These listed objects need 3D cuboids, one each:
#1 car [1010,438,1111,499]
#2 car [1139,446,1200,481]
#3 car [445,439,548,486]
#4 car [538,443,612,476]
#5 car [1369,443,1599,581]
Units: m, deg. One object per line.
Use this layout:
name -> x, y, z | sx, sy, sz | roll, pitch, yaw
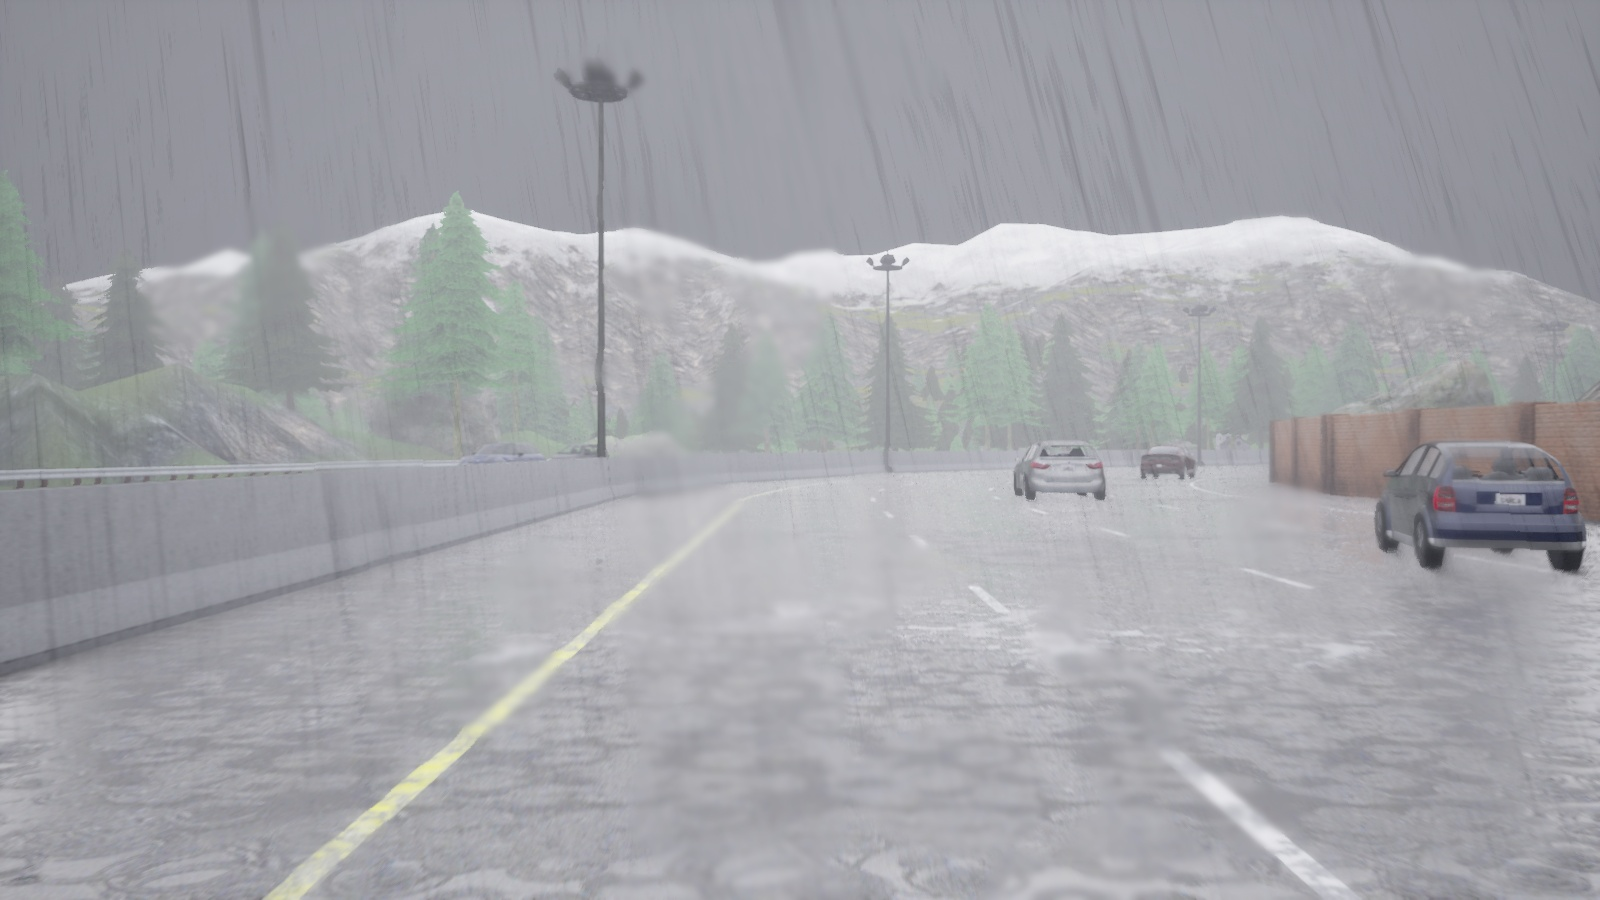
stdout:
car -> 7.414, 0.494, 36.196 | 2.242, 1.667, 4.611 | 0, 0, 4
car -> 16.902, 0.574, 57.348 | 1.882, 1.535, 5.008 | 0, 0, 26
car -> -11.791, 0.455, 49.150 | 2.097, 1.767, 4.553 | 0, 0, 13
car -> -11.234, 0.455, 63.013 | 1.851, 1.617, 3.988 | 0, 0, 21
car -> 8.616, 0.686, 16.129 | 1.789, 1.549, 3.705 | 0, 0, 15
